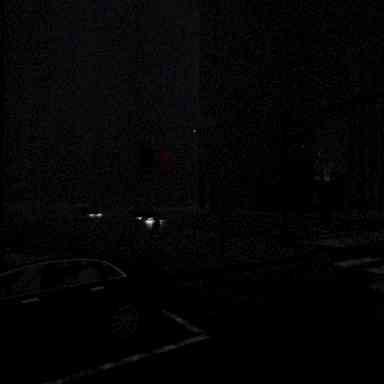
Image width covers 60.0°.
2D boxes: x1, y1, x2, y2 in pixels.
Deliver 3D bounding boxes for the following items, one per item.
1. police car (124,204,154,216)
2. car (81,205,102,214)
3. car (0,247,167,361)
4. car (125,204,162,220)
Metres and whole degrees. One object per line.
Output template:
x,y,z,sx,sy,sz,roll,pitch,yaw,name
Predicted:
-7.436,2.488,46.181,2.038,1.542,4.974,1,-1,-36,police car
-15.920,2.757,52.391,2.033,1.411,5.357,1,-1,-36,car
-2.468,1.558,4.888,4.403,1.369,2.008,1,-1,-35,car
-5.419,2.347,37.661,2.033,1.411,5.357,1,-1,-36,car
